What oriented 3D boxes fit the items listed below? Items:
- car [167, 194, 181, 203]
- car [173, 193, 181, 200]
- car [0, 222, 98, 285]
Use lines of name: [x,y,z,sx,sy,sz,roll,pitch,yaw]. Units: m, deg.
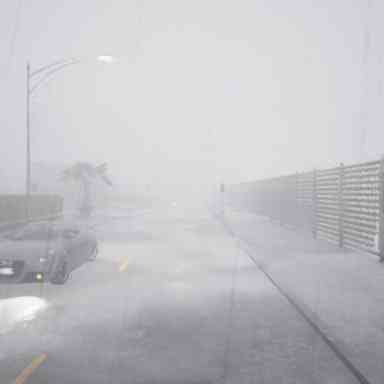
car: [-3.993,1.449,68.351,2.128,1.511,4.902,0,0,0]
car: [-3.994,1.260,89.776,2.097,1.767,4.553,0,0,0]
car: [-4.084,1.555,9.328,1.994,1.385,4.181,0,0,0]
